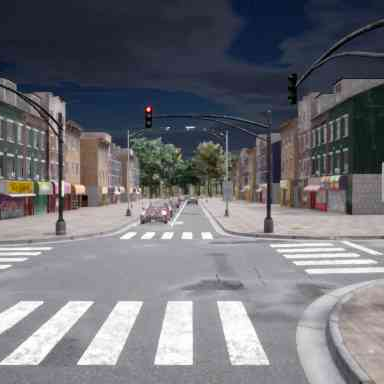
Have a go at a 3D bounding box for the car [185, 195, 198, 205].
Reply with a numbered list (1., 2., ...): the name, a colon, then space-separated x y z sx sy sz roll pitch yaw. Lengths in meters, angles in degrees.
1. car: 0.114 1.569 59.348 1.812 1.442 4.674 0 0 0

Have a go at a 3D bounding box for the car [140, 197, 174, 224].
1. car: -2.641 1.444 24.583 1.967 1.590 4.097 -1 0 0

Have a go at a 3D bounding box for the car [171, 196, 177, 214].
1. car: -2.639 1.448 30.018 1.967 1.590 4.097 -1 0 0

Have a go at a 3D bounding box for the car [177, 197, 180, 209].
1. car: -2.636 1.579 35.452 1.947 1.339 4.313 -1 0 0

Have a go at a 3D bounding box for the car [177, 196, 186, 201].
1. car: -2.623 1.651 84.365 1.947 1.339 4.313 -1 0 0

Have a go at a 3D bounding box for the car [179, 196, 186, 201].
1. car: -2.621 1.678 89.800 1.802 1.307 4.206 -1 0 0

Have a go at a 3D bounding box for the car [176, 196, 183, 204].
1. car: -2.634 1.570 46.322 1.887 1.381 4.507 -1 0 0

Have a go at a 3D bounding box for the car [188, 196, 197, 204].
1. car: 0.112 1.535 68.463 1.882 1.535 5.008 0 0 0
